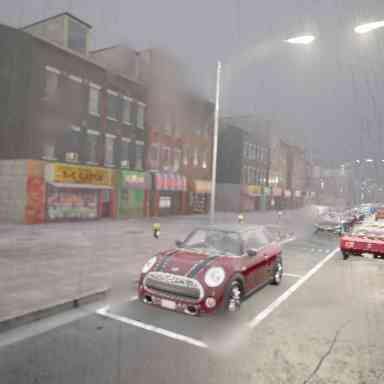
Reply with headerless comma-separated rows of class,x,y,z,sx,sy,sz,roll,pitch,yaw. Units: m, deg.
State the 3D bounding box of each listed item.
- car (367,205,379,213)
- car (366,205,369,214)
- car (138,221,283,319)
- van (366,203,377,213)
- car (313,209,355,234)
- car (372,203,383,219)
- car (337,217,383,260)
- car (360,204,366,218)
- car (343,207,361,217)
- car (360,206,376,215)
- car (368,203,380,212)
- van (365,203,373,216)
car,37.009,3.393,68.039,1.887,1.381,4.507,2,0,31
car,17.336,2.384,35.302,1.752,1.417,4.829,2,0,31
car,0.637,1.479,7.512,1.967,1.590,4.097,2,0,31
van,34.220,3.047,63.384,1.690,1.788,3.998,2,0,31
car,9.028,2.000,21.479,2.008,1.369,4.403,2,0,31
car,22.642,2.469,38.801,2.097,1.767,4.553,3,0,31
car,7.256,1.959,13.324,1.895,1.301,4.718,3,0,32
car,14.629,2.164,30.791,1.967,1.590,4.097,2,0,31
car,11.826,2.131,26.135,1.887,1.381,4.507,2,0,31
car,28.614,2.989,54.071,1.947,1.339,4.313,2,0,31
car,39.817,3.308,72.696,2.192,1.841,5.009,2,0,31
van,25.826,2.623,49.416,1.690,1.788,3.998,2,0,31
